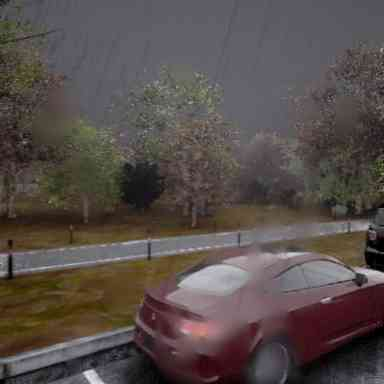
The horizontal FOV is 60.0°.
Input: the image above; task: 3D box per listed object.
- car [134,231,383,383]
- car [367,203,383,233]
[{"bbox_3d":[1.414,1.531,5.064,4.674,1.452,2.002,0,0,-35],"label":"car"},{"bbox_3d":[6.905,1.229,8.979,5.566,2.045,2.435,0,0,-35],"label":"car"}]
